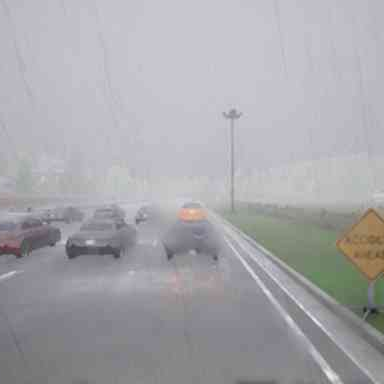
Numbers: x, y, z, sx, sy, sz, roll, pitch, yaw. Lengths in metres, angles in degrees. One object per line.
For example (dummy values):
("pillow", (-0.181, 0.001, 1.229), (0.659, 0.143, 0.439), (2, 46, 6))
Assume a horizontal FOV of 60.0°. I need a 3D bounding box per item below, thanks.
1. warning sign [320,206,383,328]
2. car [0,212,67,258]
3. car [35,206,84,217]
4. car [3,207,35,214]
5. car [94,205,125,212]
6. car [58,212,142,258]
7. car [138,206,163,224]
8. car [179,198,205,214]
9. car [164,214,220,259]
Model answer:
("warning sign", (3.051, 1.181, 5.689), (1.300, 1.860, 1.060), (0, -1, 0))
("car", (-6.982, 1.719, 13.480), (1.994, 1.385, 4.181), (0, -1, 1))
("car", (-10.485, 1.861, 27.508), (2.033, 1.411, 5.357), (0, -1, 0))
("car", (-13.980, 1.923, 28.226), (1.895, 1.301, 4.718), (0, -1, 0))
("car", (-6.977, 1.817, 28.474), (2.128, 1.511, 4.902), (0, -1, 0))
("car", (-3.478, 1.719, 13.455), (1.994, 1.385, 4.181), (0, -1, 0))
("car", (-3.488, 1.860, 27.487), (2.033, 1.411, 5.357), (0, -1, 0))
("car", (0.023, 1.674, 28.398), (2.097, 1.767, 4.553), (0, -1, 0))
("car", (0.017, 1.752, 13.224), (1.895, 1.301, 4.718), (0, -1, 0))
